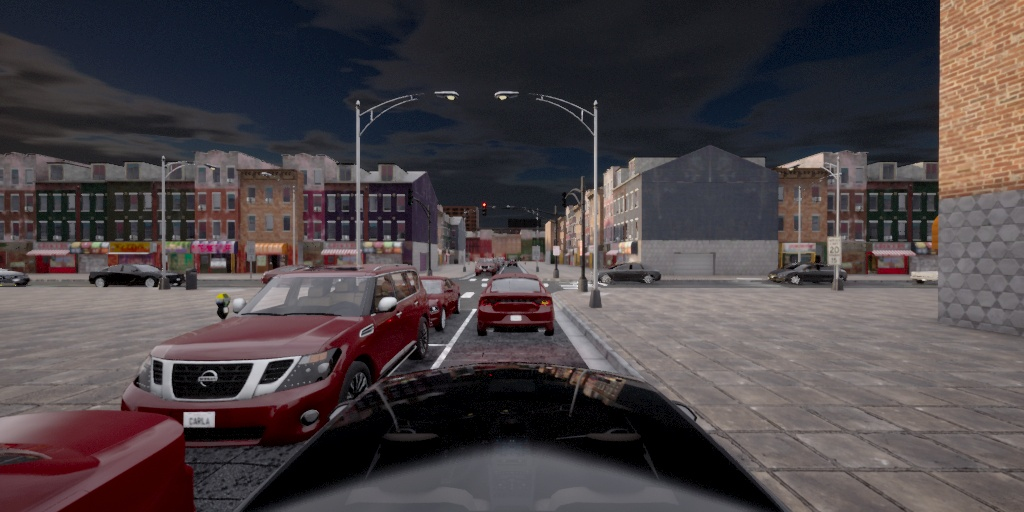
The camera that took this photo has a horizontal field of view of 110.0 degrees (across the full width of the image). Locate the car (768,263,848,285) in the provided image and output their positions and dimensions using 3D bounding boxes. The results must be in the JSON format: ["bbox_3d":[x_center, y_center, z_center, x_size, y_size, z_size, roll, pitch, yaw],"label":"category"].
[{"bbox_3d":[21.134,1.282,25.747,4.892,1.490,1.837,0,0,0],"label":"car"}]

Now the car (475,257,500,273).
[{"bbox_3d":[-2.659,1.078,37.388,2.192,1.841,5.009,0,0,0],"label":"car"}]

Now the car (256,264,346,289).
[{"bbox_3d":[-13.352,1.281,22.876,4.674,1.442,1.812,0,0,-1],"label":"car"}]

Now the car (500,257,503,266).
[{"bbox_3d":[-2.665,1.089,48.242,2.192,1.841,5.009,0,0,0],"label":"car"}]

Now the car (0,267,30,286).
[{"bbox_3d":[-33.904,1.269,22.866,4.674,1.442,1.812,0,0,0],"label":"car"}]

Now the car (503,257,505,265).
[{"bbox_3d":[-2.674,1.348,64.522,2.007,1.370,4.403,0,0,0],"label":"car"}]

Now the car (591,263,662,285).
[{"bbox_3d":[8.216,1.261,26.023,4.892,1.490,1.837,0,0,5],"label":"car"}]

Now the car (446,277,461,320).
[{"bbox_3d":[-2.644,1.296,10.979,1.888,1.381,4.507,0,0,0],"label":"car"}]

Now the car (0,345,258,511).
[{"bbox_3d":[-2.638,1.295,0.111,1.888,1.381,4.507,0,0,0],"label":"car"}]

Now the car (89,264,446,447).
[{"bbox_3d":[-2.641,1.065,5.545,2.192,1.841,5.009,0,0,0],"label":"car"}]

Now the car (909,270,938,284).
[{"bbox_3d":[31.762,1.395,25.730,4.718,1.301,1.895,0,0,0],"label":"car"}]

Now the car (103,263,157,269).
[{"bbox_3d":[-23.759,1.224,22.853,5.008,1.535,1.882,0,0,0],"label":"car"}]

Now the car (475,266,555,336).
[{"bbox_3d":[0.092,1.228,10.442,1.882,1.535,5.008,0,0,0],"label":"car"}]
